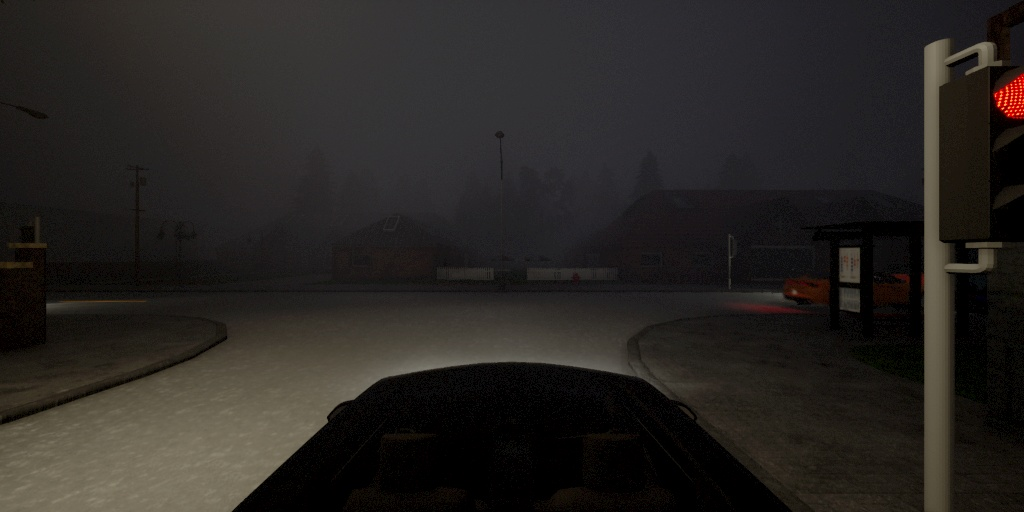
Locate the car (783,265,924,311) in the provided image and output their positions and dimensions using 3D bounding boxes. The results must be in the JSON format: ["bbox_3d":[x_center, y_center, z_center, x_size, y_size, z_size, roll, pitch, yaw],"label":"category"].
[{"bbox_3d":[13.240,1.227,13.680,5.008,1.535,1.882,0,0,0],"label":"car"}]

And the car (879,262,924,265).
[{"bbox_3d":[19.209,1.102,17.880,4.553,1.767,2.097,0,0,0],"label":"car"}]
